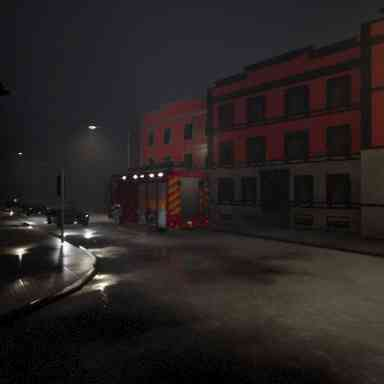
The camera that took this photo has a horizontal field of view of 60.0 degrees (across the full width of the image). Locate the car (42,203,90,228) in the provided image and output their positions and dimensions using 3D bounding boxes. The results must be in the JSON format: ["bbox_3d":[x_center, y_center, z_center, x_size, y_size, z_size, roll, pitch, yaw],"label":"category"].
[{"bbox_3d":[-8.495,1.601,22.519,1.895,1.301,4.718,0,0,-34],"label":"car"}]

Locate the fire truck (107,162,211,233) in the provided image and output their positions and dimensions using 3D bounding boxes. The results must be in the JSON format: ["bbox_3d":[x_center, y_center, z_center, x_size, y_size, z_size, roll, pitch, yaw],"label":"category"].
[{"bbox_3d":[-2.412,0.342,20.924,2.891,3.827,8.468,0,0,-34],"label":"fire truck"}]

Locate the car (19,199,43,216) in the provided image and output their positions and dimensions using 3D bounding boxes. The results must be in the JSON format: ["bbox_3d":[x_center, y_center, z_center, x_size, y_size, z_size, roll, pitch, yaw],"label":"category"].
[{"bbox_3d":[-15.236,1.601,32.347,1.895,1.301,4.718,0,0,-34],"label":"car"}]

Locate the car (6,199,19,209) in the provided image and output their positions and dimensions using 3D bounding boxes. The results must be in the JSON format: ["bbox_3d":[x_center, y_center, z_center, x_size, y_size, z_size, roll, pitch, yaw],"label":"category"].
[{"bbox_3d":[-24.207,1.601,45.573,1.895,1.301,4.718,0,0,-34],"label":"car"}]
